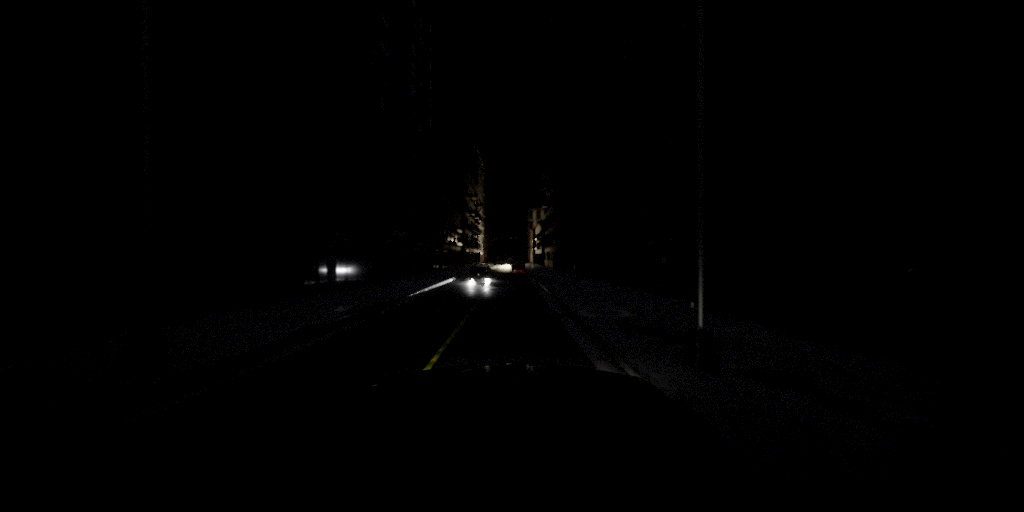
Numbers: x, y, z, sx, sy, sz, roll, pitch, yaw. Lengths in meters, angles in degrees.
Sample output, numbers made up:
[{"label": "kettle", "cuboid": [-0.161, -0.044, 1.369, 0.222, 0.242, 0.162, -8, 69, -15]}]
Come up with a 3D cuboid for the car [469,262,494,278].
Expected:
[{"label": "car", "cuboid": [-3.096, 1.426, 35.557, 1.895, 1.301, 4.718, 0, 0, 0]}]

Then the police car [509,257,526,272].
[{"label": "police car", "cuboid": [0.895, 1.297, 49.892, 1.930, 1.638, 5.238, 0, 0, 0]}]
